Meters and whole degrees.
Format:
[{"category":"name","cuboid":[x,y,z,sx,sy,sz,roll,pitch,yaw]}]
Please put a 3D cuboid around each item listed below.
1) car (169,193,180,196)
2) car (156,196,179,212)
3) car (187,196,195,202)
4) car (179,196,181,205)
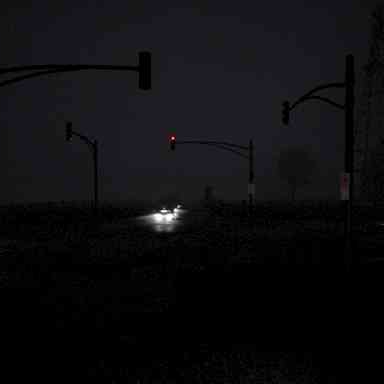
[{"category":"car","cuboid":[-3.060,1.218,57.828,2.150,2.045,5.566,0,0,0]},{"category":"car","cuboid":[-2.961,1.486,37.661,2.128,1.511,4.902,0,0,-1]},{"category":"car","cuboid":[-0.332,1.596,78.375,1.895,1.301,4.718,0,0,0]},{"category":"car","cuboid":[-3.013,1.596,47.477,1.895,1.301,4.718,0,0,0]}]
